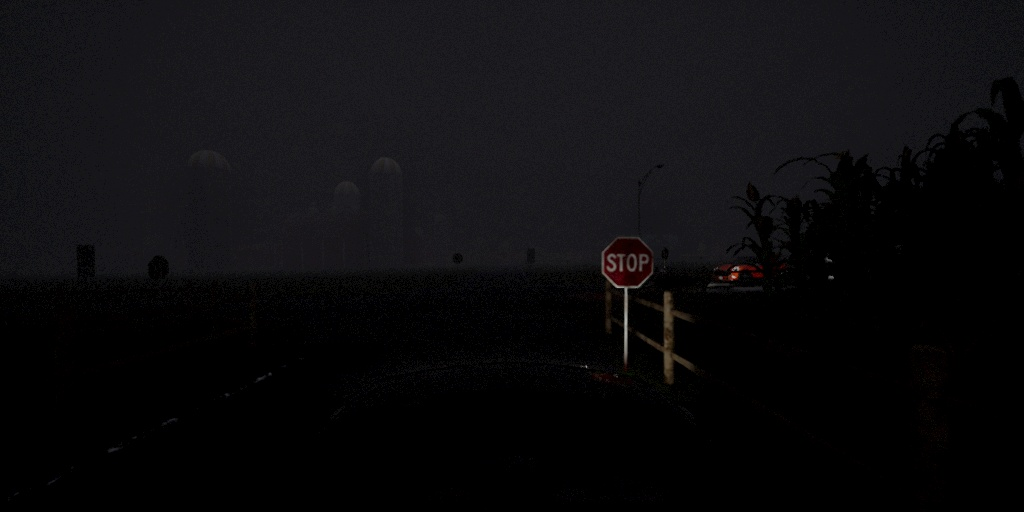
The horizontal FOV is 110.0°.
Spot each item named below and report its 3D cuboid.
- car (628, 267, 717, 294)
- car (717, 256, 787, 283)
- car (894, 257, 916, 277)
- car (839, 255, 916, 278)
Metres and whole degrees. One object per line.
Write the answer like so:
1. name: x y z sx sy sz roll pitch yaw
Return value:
1. car: 8.124 1.258 19.248 4.718 1.301 1.895 -1 1 -12
2. car: 15.803 0.816 23.931 4.553 1.767 2.097 -1 1 -13
3. car: 27.935 0.768 23.985 4.902 1.511 2.128 -1 1 -15
4. car: 27.270 0.749 26.772 4.892 1.490 1.837 -1 1 -15
